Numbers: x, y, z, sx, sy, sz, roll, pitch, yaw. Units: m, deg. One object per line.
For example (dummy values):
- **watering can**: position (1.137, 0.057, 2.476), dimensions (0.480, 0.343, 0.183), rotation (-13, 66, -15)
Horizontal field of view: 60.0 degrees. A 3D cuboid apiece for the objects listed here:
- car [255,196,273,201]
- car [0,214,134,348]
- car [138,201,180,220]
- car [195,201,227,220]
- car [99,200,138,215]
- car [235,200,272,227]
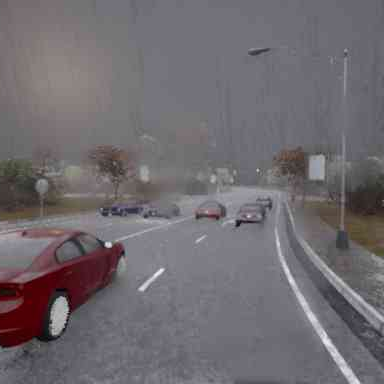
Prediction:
- **car**: position (8.362, 1.216, 38.683), dimensions (2.128, 1.511, 4.902), rotation (1, 1, 15)
- **car**: position (-2.770, 1.436, 6.493), dimensions (1.882, 1.535, 5.008), rotation (0, 0, 6)
- **car**: position (-2.342, 1.398, 26.420), dimensions (1.994, 1.385, 4.181), rotation (1, 1, 15)
- **car**: position (1.601, 1.435, 26.744), dimensions (1.994, 1.385, 4.181), rotation (1, 1, 14)
- **car**: position (-5.691, 1.387, 27.457), dimensions (1.895, 1.301, 4.718), rotation (1, 1, 15)
- **car**: position (4.057, 1.497, 22.394), dimensions (2.033, 1.411, 5.357), rotation (1, 1, 15)
